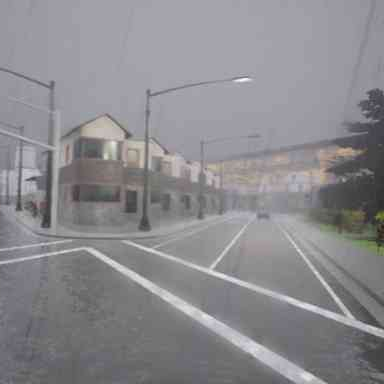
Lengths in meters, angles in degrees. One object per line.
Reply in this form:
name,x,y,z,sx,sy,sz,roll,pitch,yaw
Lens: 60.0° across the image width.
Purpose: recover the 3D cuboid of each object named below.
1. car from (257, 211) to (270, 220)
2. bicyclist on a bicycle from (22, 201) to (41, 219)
car,11.076,3.582,51.434,1.895,1.301,4.718,1,-2,12
bicyclist on a bicycle,-14.783,1.658,30.718,1.656,1.620,0.582,2,-1,-33
